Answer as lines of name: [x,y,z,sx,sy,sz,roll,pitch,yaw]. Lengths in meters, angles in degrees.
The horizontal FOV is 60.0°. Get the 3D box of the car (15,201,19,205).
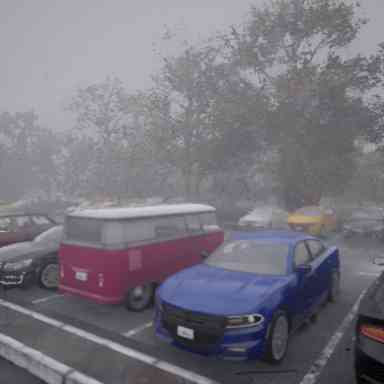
car: [-15.950,1.588,34.924,2.097,1.535,5.008,1,0,36]

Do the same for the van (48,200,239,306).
van: [-0.817,1.316,8.012,1.878,1.987,4.442,0,0,36]

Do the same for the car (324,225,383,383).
car: [3.627,1.517,4.655,2.097,1.535,5.008,0,0,36]

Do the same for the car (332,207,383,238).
car: [9.006,1.529,16.917,2.231,1.521,4.892,0,0,36]

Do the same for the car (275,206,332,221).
car: [6.747,1.541,18.546,2.097,1.535,5.008,0,0,36]

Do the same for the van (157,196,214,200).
van: [-0.100,1.351,23.336,1.878,1.987,4.442,0,0,36]

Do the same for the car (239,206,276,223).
car: [4.487,1.593,20.173,2.002,1.452,4.674,0,0,36]

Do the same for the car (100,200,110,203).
car: [-4.439,1.596,26.840,1.946,1.575,5.366,0,0,36]

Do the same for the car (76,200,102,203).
car: [-6.909,1.611,28.387,2.097,1.535,5.008,0,0,36]

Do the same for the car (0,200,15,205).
car: [-12.153,1.349,16.083,2.435,2.045,5.566,0,0,36]

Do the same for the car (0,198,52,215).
car: [-18.323,1.559,36.401,1.946,1.575,5.366,1,1,36]

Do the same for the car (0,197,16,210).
car: [-24.896,1.436,41.365,2.231,1.521,4.892,2,1,36]

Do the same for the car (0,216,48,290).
car: [-3.138,1.556,9.550,2.231,1.521,4.892,0,0,36]

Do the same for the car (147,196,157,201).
car: [-2.307,1.337,25.038,2.435,2.045,5.566,0,0,36]

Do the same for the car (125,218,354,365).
car: [1.376,1.529,6.292,2.097,1.535,5.008,0,0,36]

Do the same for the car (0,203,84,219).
car: [-5.518,1.441,11.222,2.185,1.767,4.553,0,0,36]

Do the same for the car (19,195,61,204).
car: [-13.674,1.355,33.310,2.435,2.045,5.566,0,0,36]

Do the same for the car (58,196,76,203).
car: [-9.147,1.492,30.047,2.185,1.767,4.553,0,0,36]
